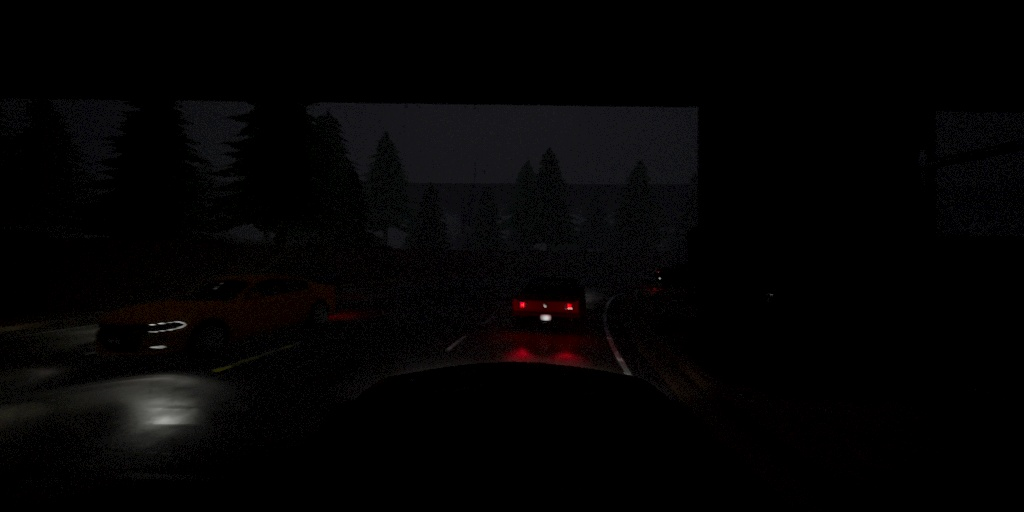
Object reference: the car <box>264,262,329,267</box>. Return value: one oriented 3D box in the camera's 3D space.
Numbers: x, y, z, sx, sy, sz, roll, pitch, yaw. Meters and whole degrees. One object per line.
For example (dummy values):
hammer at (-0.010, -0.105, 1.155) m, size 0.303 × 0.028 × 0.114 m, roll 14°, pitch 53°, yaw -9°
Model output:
car at (-8.898, 1.041, 14.008) m, size 2.097 × 1.767 × 4.553 m, roll 0°, pitch 0°, yaw 14°

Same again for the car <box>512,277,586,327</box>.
car at (1.402, 1.344, 11.637) m, size 1.895 × 1.301 × 4.718 m, roll 0°, pitch 0°, yaw 13°

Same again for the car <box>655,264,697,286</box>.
car at (12.476, 1.284, 24.973) m, size 4.892 × 1.490 × 1.837 m, roll 0°, pitch -2°, yaw -12°

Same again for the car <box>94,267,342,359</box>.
car at (-6.425, 1.187, 8.613) m, size 1.882 × 1.535 × 5.008 m, roll 0°, pitch 0°, yaw 9°
